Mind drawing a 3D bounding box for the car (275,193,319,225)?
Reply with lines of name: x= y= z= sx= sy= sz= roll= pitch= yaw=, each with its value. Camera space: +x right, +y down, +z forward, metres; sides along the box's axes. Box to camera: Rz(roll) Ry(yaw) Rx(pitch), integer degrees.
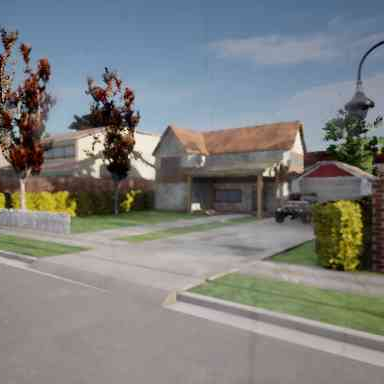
car: x=6.659 y=0.973 z=20.575 sx=1.905 sy=1.878 sz=3.866 roll=0 pitch=0 yaw=36
